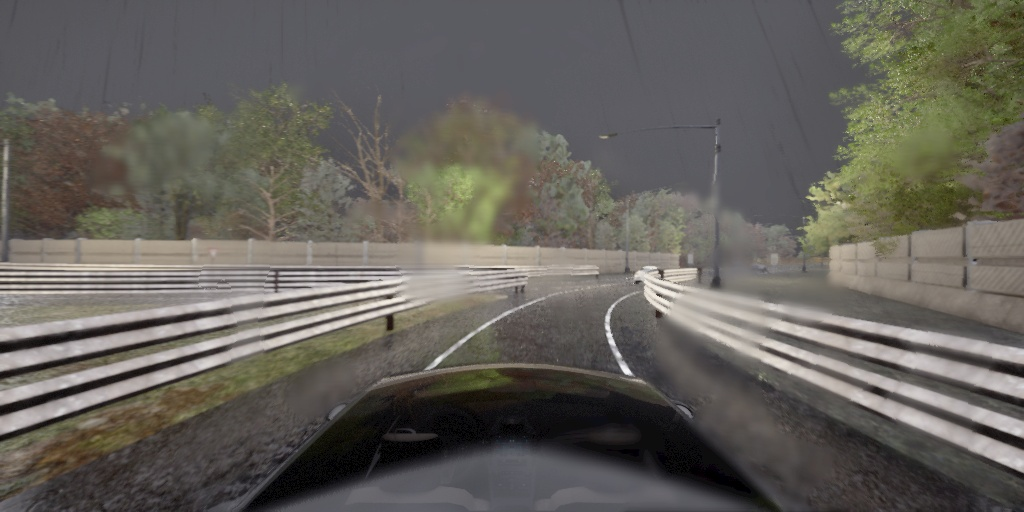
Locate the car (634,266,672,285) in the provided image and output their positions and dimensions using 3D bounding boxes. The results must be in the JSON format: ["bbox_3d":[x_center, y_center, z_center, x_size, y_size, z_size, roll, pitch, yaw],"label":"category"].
[{"bbox_3d":[11.440,1.562,28.964,1.812,1.442,4.674,0,-1,41],"label":"car"}]
